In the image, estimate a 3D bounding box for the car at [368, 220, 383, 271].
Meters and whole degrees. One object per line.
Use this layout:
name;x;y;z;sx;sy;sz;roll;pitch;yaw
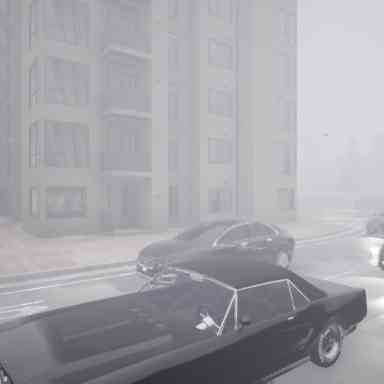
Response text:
car;7.076;1.562;9.552;4.181;1.385;1.994;0;0;-40

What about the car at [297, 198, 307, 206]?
car;16.394;1.601;54.732;1.895;1.301;4.718;0;0;-33

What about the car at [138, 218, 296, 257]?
car;0.837;1.505;9.082;4.892;1.490;1.837;0;0;-38

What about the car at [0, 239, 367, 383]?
car;0.162;1.601;4.155;4.718;1.301;1.895;0;0;-37

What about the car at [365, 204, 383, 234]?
car;10.669;1.564;17.542;1.994;1.385;4.181;0;0;38

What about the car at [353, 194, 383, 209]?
car;22.717;1.221;41.459;2.150;2.045;5.566;0;0;-13
